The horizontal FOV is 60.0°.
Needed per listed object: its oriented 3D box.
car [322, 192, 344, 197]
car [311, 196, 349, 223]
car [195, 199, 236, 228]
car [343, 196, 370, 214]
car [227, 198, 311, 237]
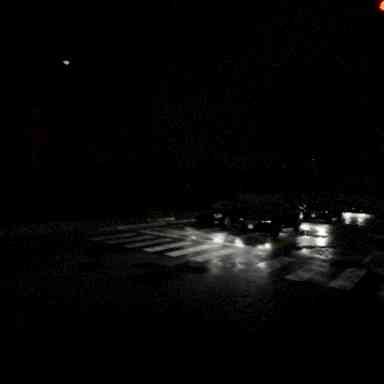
[{"bbox_3d":[16.264,1.045,38.754,2.150,2.045,5.566,2,1,37],"label":"car"},{"bbox_3d":[9.700,1.347,24.538,2.128,1.511,4.902,2,1,37],"label":"car"},{"bbox_3d":[2.155,1.186,19.838,1.882,1.535,5.008,2,1,37],"label":"car"},{"bbox_3d":[17.259,1.485,34.681,1.994,1.385,4.181,2,1,37],"label":"car"},{"bbox_3d":[4.108,1.310,17.028,2.128,1.511,4.902,2,1,37],"label":"car"}]
